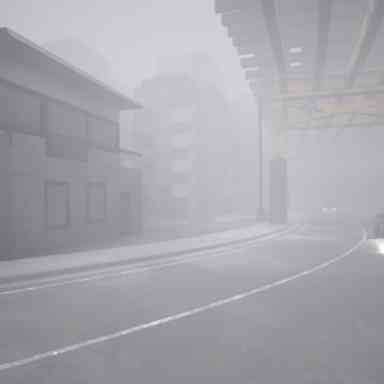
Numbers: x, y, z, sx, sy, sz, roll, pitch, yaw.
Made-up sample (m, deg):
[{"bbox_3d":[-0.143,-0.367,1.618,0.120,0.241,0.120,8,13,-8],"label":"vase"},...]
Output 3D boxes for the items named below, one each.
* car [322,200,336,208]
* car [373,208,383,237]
[{"bbox_3d":[24.125,2.080,58.591,1.895,1.301,4.718,0,0,17],"label":"car"},{"bbox_3d":[11.072,1.699,18.200,1.994,1.385,4.181,0,0,27],"label":"car"}]
